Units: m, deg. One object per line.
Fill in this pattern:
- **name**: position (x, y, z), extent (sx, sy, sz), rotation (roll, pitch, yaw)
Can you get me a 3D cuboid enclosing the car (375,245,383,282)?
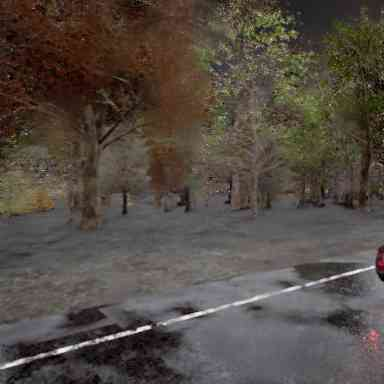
- **car**: position (6.341, 1.502, 8.270), extent (4.674, 1.442, 1.812), rotation (0, 0, -35)
